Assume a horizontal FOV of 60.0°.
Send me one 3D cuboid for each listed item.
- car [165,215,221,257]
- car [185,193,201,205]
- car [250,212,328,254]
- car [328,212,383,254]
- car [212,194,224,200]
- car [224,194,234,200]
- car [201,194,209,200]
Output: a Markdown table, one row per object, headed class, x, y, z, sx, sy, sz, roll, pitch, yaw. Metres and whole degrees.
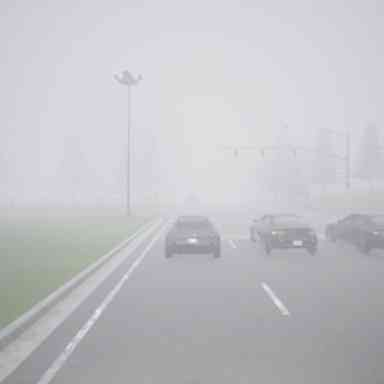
| class | x | y | z | sx | sy | sz | roll | pitch | yaw |
| --- | --- | --- | --- | --- | --- | --- | --- | --- | --- |
| car | 0.043 | 1.567 | 12.922 | 1.994 | 1.385 | 4.181 | 0 | 0 | 0 |
| car | -0.018 | 1.230 | 59.763 | 2.150 | 2.045 | 5.566 | 0 | 0 | 0 |
| car | 3.547 | 1.528 | 13.398 | 1.812 | 1.442 | 4.674 | 0 | 0 | 0 |
| car | 7.045 | 1.528 | 13.349 | 1.812 | 1.442 | 4.674 | 0 | 0 | 0 |
| car | 6.972 | 1.531 | 90.772 | 1.812 | 1.442 | 4.674 | 0 | 0 | 0 |
| car | 10.472 | 1.531 | 90.773 | 1.812 | 1.442 | 4.674 | 0 | 0 | 0 |
| car | 3.472 | 1.559 | 90.771 | 1.994 | 1.385 | 4.181 | 0 | 0 | 0 |
